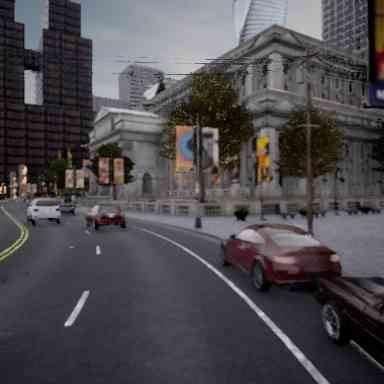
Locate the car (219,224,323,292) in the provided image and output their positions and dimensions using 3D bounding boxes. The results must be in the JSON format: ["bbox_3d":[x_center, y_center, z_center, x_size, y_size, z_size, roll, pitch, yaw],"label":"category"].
[{"bbox_3d":[2.150,1.599,9.195,2.002,1.452,4.674,0,-1,-11],"label":"car"}]

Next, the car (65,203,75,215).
[{"bbox_3d":[-15.185,1.998,39.360,2.128,1.511,4.902,0,-1,-31],"label":"car"}]

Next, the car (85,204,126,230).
[{"bbox_3d":[-6.308,1.639,23.870,2.097,1.767,4.553,0,-1,-27],"label":"car"}]

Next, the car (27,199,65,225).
[{"bbox_3d":[-12.674,1.599,28.332,2.150,2.045,5.566,0,-1,-30],"label":"car"}]

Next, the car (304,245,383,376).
[{"bbox_3d":[3.030,1.610,3.532,1.895,1.301,4.718,0,-1,-1],"label":"car"}]
